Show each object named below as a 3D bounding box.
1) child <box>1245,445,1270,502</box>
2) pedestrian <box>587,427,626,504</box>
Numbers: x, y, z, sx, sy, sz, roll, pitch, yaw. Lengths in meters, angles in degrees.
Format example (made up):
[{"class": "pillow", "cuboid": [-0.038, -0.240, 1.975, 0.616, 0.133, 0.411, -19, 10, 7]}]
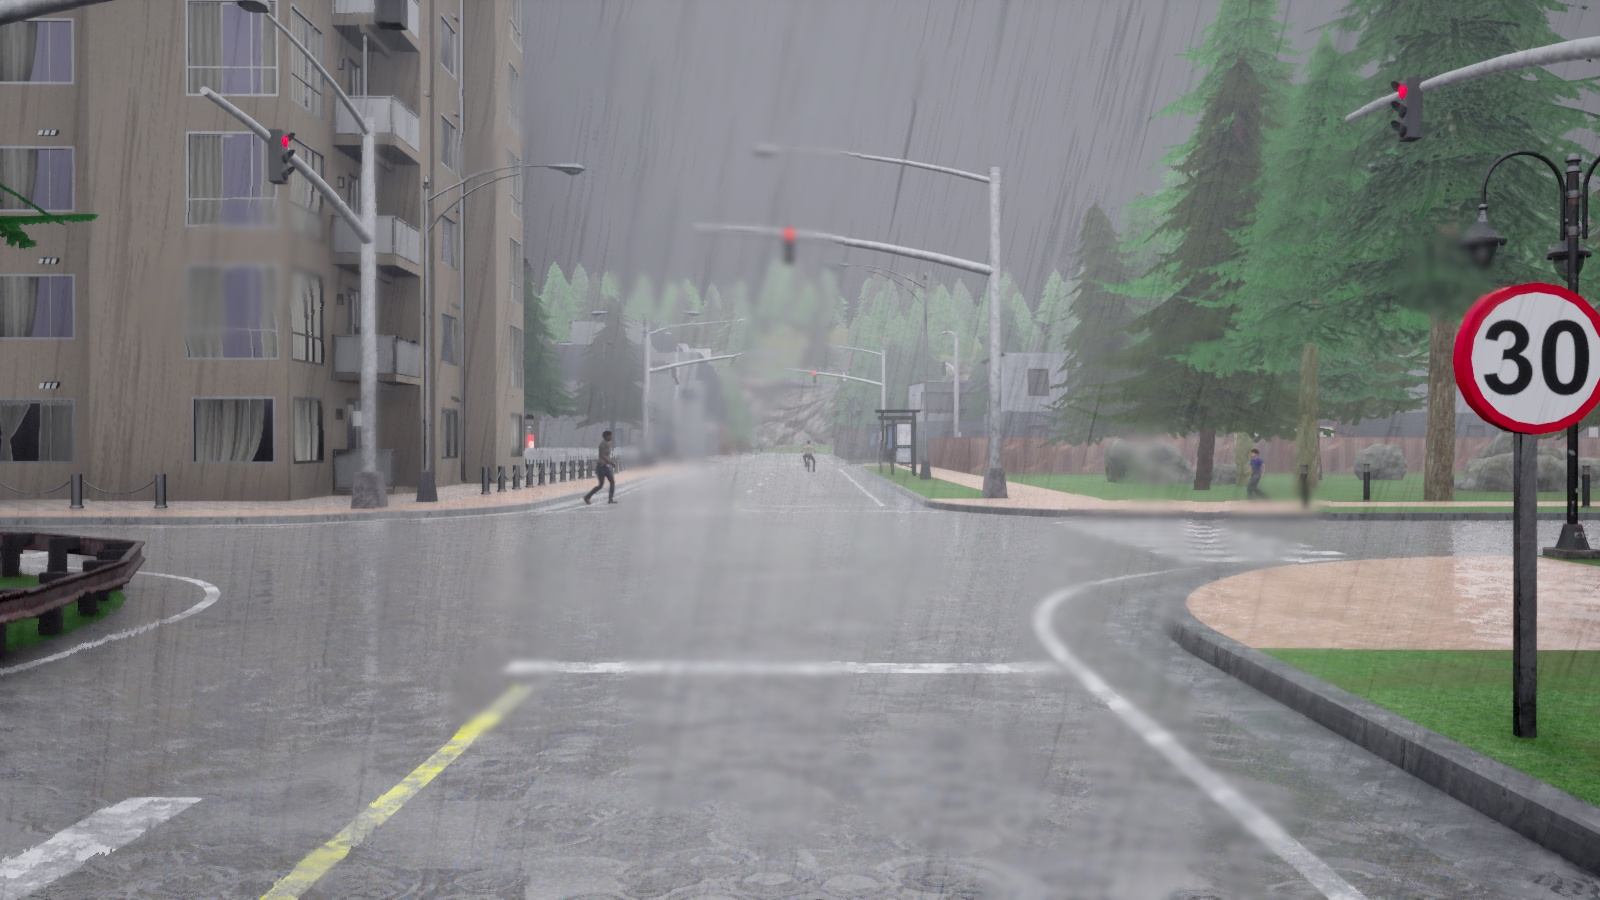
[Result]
[{"class": "child", "cuboid": [10.121, 0.519, 27.775, 0.437, 1.263, 0.270, 0, 0, -8]}, {"class": "pedestrian", "cuboid": [-4.582, 0.372, 29.740, 0.869, 1.805, 0.328, 0, 0, 8]}]
